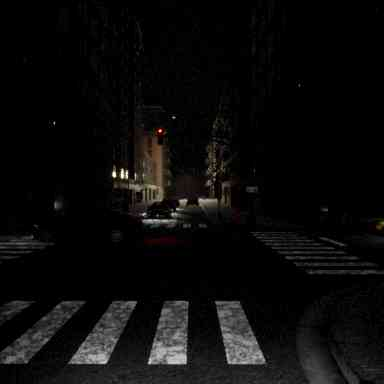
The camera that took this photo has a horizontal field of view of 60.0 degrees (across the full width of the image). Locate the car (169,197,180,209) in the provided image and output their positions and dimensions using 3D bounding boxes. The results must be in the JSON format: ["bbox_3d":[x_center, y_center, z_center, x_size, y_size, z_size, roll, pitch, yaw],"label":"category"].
[{"bbox_3d":[-2.837,1.481,40.029,2.128,1.511,4.902,0,0,0],"label":"car"}]

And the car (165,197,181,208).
[{"bbox_3d":[-2.837,1.474,50.230,2.128,1.511,4.902,0,0,0],"label":"car"}]

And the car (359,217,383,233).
[{"bbox_3d":[11.636,1.554,17.902,4.829,1.417,1.752,0,0,0],"label":"car"}]

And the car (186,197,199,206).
[{"bbox_3d":[0.108,1.506,53.100,1.812,1.442,4.674,0,0,0],"label":"car"}]

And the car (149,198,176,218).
[{"bbox_3d":[-2.841,1.541,30.207,2.033,1.411,5.357,0,0,0],"label":"car"}]

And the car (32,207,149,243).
[{"bbox_3d":[-4.716,1.478,15.390,5.008,1.535,1.882,0,0,0],"label":"car"}]
